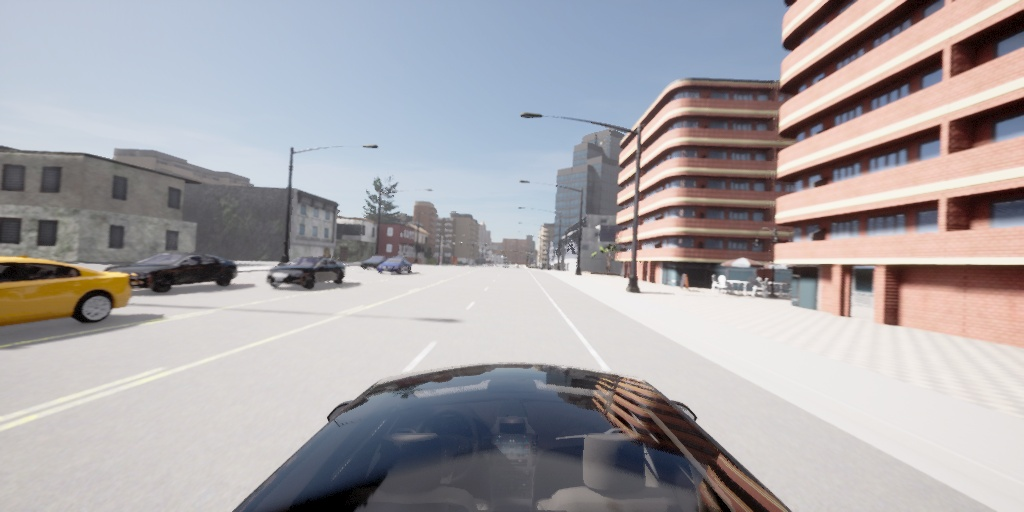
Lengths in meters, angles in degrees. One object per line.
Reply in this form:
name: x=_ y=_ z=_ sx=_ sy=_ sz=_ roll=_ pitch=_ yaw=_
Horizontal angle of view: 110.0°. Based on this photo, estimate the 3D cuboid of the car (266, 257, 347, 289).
car: x=-10.384 y=0.786 z=18.503 sx=2.128 sy=1.511 sz=4.902 roll=3 pitch=0 yaw=1

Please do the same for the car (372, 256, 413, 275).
car: x=-10.185 y=0.827 z=31.523 sx=1.812 sy=1.442 sz=4.674 roll=3 pitch=1 yaw=1

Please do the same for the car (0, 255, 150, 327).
car: x=-10.549 y=0.734 z=6.900 sx=1.882 sy=1.535 sz=5.008 roll=3 pitch=0 yaw=1

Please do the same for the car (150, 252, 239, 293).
car: x=-13.932 y=0.608 z=14.993 sx=2.128 sy=1.511 sz=4.902 roll=3 pitch=0 yaw=1

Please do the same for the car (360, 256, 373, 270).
car: x=-13.577 y=0.680 z=36.747 sx=2.033 sy=1.411 sz=5.357 roll=3 pitch=0 yaw=1
